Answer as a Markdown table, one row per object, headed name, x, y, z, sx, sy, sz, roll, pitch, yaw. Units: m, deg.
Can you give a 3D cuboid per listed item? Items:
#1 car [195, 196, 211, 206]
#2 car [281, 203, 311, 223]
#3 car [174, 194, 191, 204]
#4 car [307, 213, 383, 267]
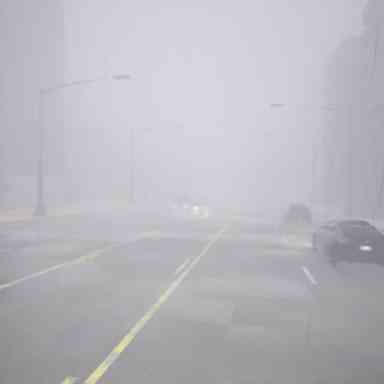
| name | x | y | z | sx | sy | sz | roll | pitch | yaw |
| --- | --- | --- | --- | --- | --- | --- | --- | --- | --- |
| car | 1.628 | 1.265 | 48.598 | 1.895 | 1.301 | 4.718 | 1 | 2 | 11 |
| car | 8.370 | 1.686 | 26.707 | 1.837 | 1.490 | 4.892 | 1 | 1 | 11 |
| car | -1.407 | 1.045 | 51.308 | 1.837 | 1.490 | 4.892 | 1 | 1 | 11 |
| car | 5.629 | 1.687 | 12.027 | 1.994 | 1.385 | 4.181 | 1 | 0 | 11 |
